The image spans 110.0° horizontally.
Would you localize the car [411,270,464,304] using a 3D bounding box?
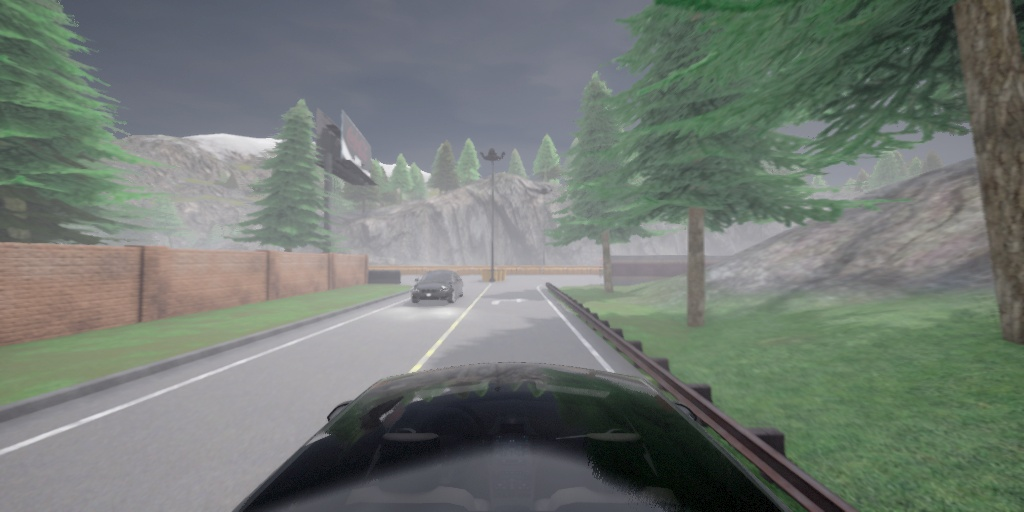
[{"bbox_3d":[-3.503,1.435,17.570,1.837,1.490,4.892,0,-1,0],"label":"car"}]
